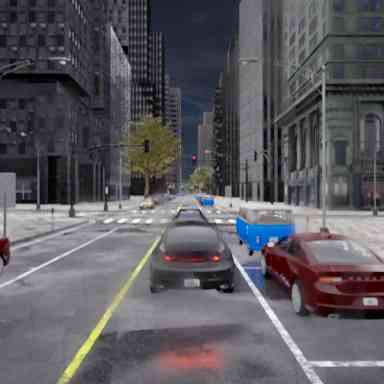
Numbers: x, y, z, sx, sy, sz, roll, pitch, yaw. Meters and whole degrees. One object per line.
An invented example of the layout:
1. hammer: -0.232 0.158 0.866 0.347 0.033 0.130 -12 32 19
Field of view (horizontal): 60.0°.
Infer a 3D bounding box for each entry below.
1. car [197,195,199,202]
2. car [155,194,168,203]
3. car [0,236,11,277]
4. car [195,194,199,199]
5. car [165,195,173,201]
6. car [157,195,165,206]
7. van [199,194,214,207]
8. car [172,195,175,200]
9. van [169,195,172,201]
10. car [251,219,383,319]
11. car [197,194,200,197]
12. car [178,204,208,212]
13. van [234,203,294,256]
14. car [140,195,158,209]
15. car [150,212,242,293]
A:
1. car: 2.381 1.616 56.261 1.947 1.339 4.313 0 0 0
2. car: -6.177 1.373 61.262 2.192 1.841 5.009 0 0 0
3. car: -5.826 1.548 7.300 1.887 1.381 4.507 0 0 0
4. car: 2.270 1.626 72.501 2.008 1.369 4.403 0 0 0
5. car: -6.394 1.638 92.825 1.752 1.417 4.829 0 0 0
6. car: -6.142 1.595 55.972 1.887 1.381 4.507 0 0 0
7. van: 2.419 1.384 50.849 1.690 1.788 3.998 0 0 0
8. car: -6.359 1.669 87.705 1.947 1.339 4.313 0 0 0
9. van: -6.286 1.425 77.128 1.690 1.788 3.998 0 0 0
10. car: 2.729 1.548 7.340 1.887 1.381 4.507 0 0 0
11. car: 2.344 1.603 61.674 1.887 1.381 4.507 0 0 0
12. car: -0.111 1.574 17.788 1.994 1.385 4.181 0 0 0
13. van: 2.693 1.348 12.865 1.690 1.788 3.998 0 0 0
14. car: -6.074 1.562 45.222 1.752 1.417 4.829 0 0 0
15. car: 0.002 1.509 8.841 1.837 1.490 4.892 0 0 0
